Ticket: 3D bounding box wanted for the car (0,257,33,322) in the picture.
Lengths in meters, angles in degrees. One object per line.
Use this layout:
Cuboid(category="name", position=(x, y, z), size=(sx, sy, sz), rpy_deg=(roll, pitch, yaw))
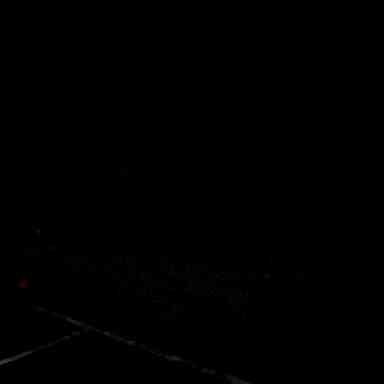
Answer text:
Cuboid(category="car", position=(-4.542, 1.612, 6.069), size=(4.206, 1.307, 1.802), rpy_deg=(0, 0, 36))
